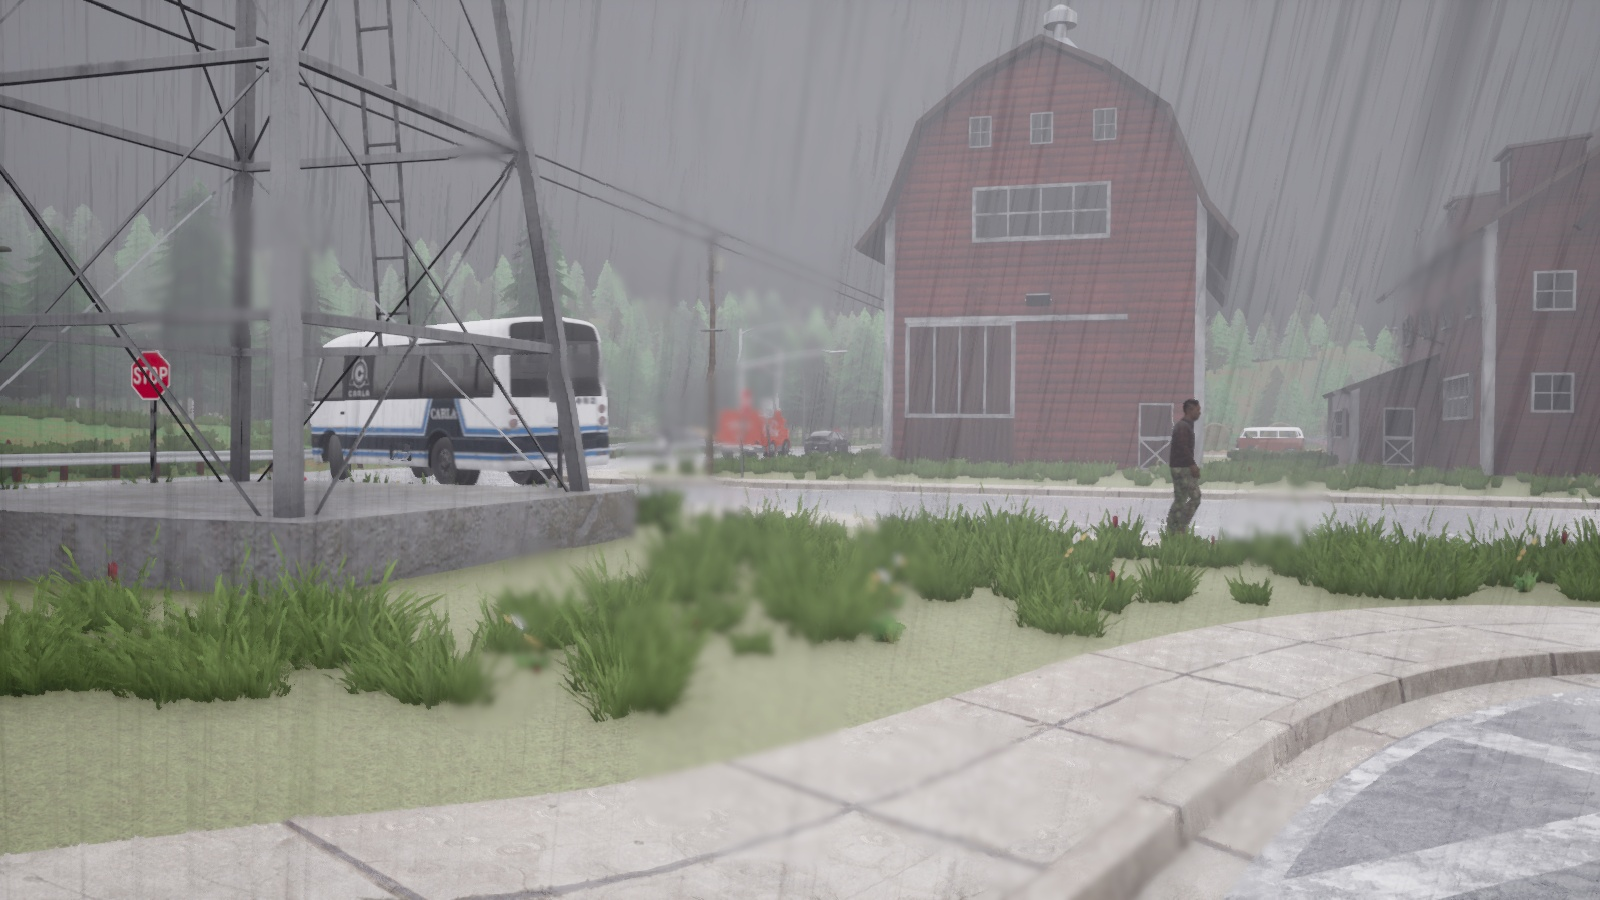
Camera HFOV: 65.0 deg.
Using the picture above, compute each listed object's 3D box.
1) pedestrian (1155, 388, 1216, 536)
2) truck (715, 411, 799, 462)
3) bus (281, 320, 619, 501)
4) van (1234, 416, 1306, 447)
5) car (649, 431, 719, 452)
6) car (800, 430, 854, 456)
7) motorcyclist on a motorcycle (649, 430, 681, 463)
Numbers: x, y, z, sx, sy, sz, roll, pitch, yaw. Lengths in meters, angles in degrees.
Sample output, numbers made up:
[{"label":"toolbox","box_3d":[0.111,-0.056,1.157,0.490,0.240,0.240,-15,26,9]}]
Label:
[{"label":"pedestrian","box_3d":[4.893,0.141,15.934,0.703,1.840,0.431,0,1,23]},{"label":"truck","box_3d":[-2.133,-0.709,64.175,2.627,2.467,5.204,0,1,18]},{"label":"bus","box_3d":[-9.878,-1.031,34.448,10.273,4.253,3.944,0,3,43]},{"label":"van","box_3d":[31.949,-1.239,85.432,4.480,2.038,2.069,0,1,17]},{"label":"car","box_3d":[-8.711,-0.664,94.404,4.892,1.490,1.837,-1,1,17]},{"label":"car","box_3d":[1.673,-0.446,75.682,1.837,1.490,4.892,0,1,18]},{"label":"motorcyclist on a motorcycle","box_3d":[-6.612,-0.181,61.770,0.866,1.590,1.817,0,1,18]}]
